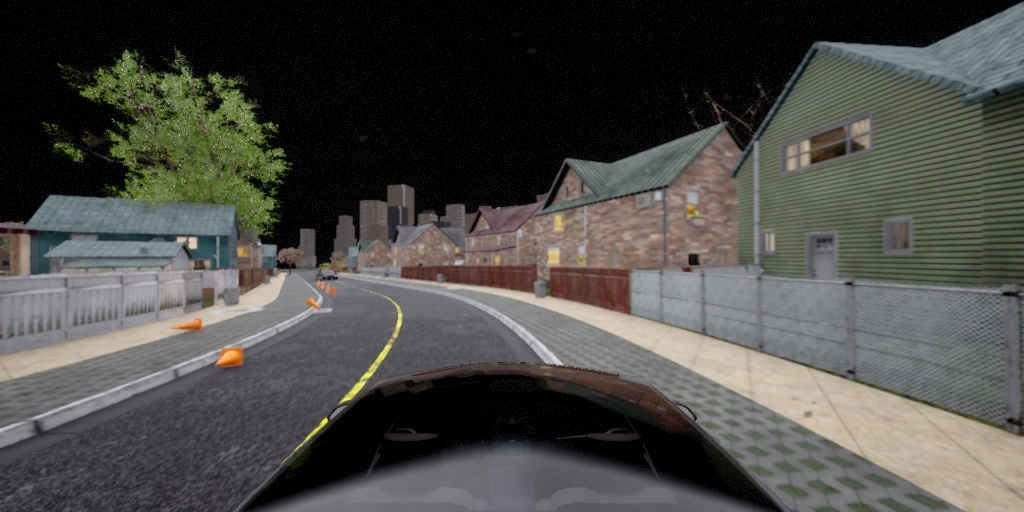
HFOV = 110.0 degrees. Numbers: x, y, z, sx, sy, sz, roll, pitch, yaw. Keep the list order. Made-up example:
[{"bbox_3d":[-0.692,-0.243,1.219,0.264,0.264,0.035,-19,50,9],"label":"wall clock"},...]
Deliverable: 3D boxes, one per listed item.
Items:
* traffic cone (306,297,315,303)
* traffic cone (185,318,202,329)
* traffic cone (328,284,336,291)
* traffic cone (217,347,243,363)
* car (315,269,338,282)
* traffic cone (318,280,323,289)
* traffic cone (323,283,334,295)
[{"bbox_3d":[-7.877,1.421,13.870,0.340,0.580,0.340,0,0,-26],"label":"traffic cone"},{"bbox_3d":[-8.410,1.550,9.629,0.340,0.580,0.340,0,0,-15],"label":"traffic cone"},{"bbox_3d":[-10.259,1.546,20.638,0.340,0.580,0.340,0,0,-20],"label":"traffic cone"},{"bbox_3d":[-5.334,1.631,6.832,0.340,0.580,0.340,0,0,-16],"label":"traffic cone"},{"bbox_3d":[-23.694,2.467,45.769,1.837,1.490,4.892,0,-2,-40],"label":"car"},{"bbox_3d":[-15.933,2.439,30.194,0.340,0.580,0.340,0,0,-32],"label":"traffic cone"},{"bbox_3d":[-13.301,2.300,25.943,0.340,0.580,0.340,0,0,-32],"label":"traffic cone"}]
